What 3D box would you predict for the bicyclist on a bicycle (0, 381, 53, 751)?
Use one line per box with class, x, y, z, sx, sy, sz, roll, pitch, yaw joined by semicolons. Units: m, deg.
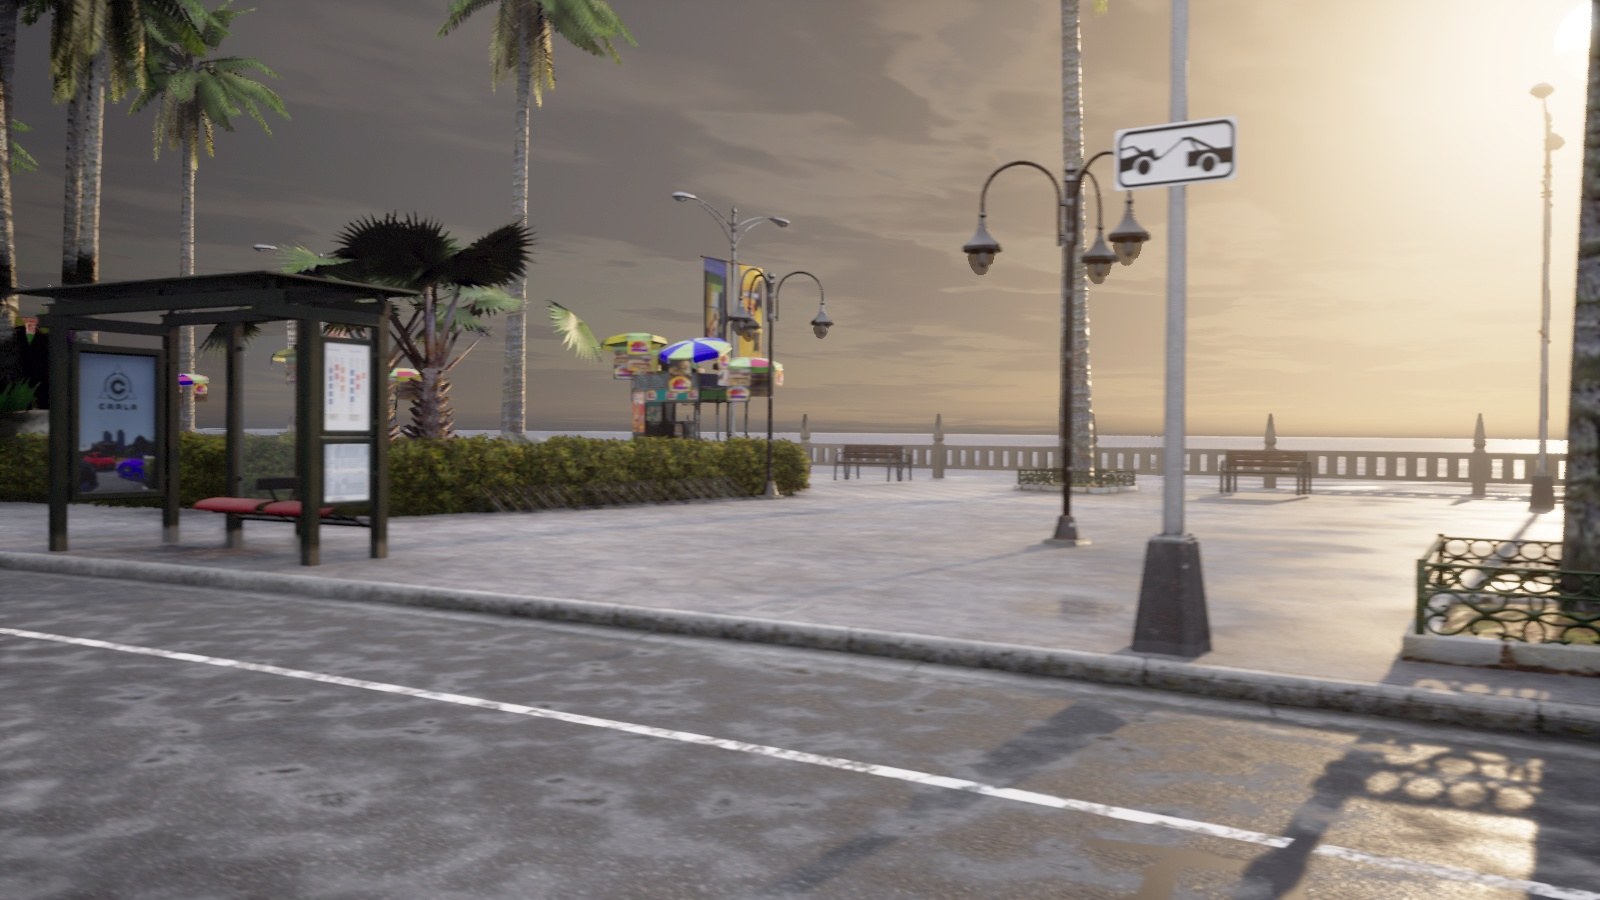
bicyclist on a bicycle;-4.684;0.556;6.383;1.843;1.776;0.659;0;1;29
